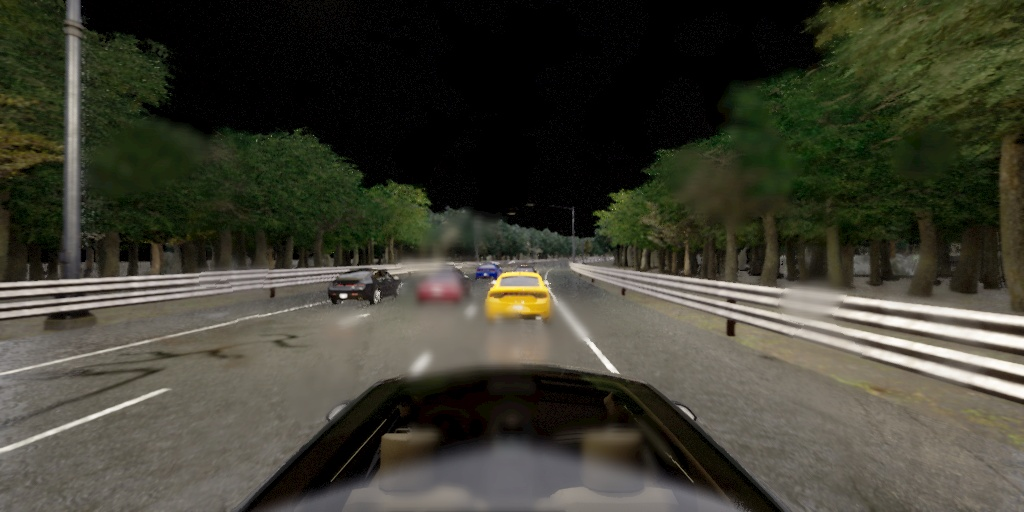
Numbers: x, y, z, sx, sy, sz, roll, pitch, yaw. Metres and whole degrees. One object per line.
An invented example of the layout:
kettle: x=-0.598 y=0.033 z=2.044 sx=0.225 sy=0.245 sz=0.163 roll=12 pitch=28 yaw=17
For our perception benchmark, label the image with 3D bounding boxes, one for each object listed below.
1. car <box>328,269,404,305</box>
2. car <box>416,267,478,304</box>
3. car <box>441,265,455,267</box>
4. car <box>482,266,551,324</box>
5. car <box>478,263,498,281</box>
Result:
car: x=-6.549 y=1.341 z=16.578 sx=1.837 sy=1.490 sz=4.892 roll=0 pitch=0 yaw=3
car: x=-3.027 y=1.406 z=16.931 sx=1.994 sy=1.385 sz=4.181 roll=0 pitch=0 yaw=3
car: x=-5.613 y=1.513 z=32.136 sx=1.994 sy=1.385 sz=4.181 roll=0 pitch=0 yaw=5
car: x=0.286 y=1.293 z=12.382 sx=1.882 sy=1.535 sz=5.008 roll=0 pitch=0 yaw=2
car: x=-2.041 y=1.437 z=32.901 sx=1.882 sy=1.535 sz=5.008 roll=0 pitch=0 yaw=5
